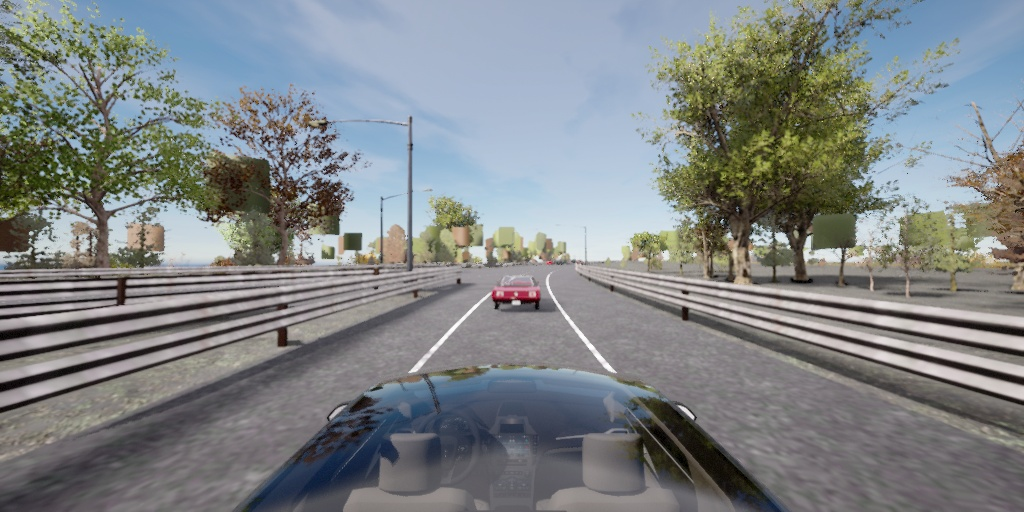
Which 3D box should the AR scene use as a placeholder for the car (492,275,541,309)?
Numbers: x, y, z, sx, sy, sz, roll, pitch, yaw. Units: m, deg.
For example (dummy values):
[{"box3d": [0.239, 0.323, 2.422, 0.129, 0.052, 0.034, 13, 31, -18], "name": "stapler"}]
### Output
[{"box3d": [0.251, 1.478, 15.636, 1.895, 1.301, 4.718, 0, 0, 2], "name": "car"}]
